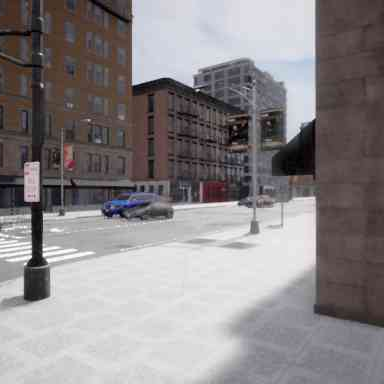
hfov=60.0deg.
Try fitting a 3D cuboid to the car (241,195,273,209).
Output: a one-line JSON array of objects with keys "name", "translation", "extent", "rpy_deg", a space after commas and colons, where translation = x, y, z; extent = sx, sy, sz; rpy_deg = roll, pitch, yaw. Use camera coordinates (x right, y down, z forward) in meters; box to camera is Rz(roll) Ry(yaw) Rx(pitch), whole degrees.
[{"name": "car", "translation": [8.687, 1.179, 42.872], "extent": [2.097, 1.767, 4.553], "rpy_deg": [0, 0, 35]}]

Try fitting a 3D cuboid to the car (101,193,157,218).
[{"name": "car", "translation": [-5.200, 1.138, 28.850], "extent": [2.150, 2.045, 5.566], "rpy_deg": [0, 0, 35]}]

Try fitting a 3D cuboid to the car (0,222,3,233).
[{"name": "car", "translation": [-10.665, 1.327, 14.129], "extent": [2.097, 1.767, 4.553], "rpy_deg": [0, 0, 24]}]

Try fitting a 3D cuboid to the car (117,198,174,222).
[{"name": "car", "translation": [-3.257, 1.442, 25.964], "extent": [1.812, 1.442, 4.674], "rpy_deg": [0, 0, 35]}]

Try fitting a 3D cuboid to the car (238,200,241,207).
[{"name": "car", "translation": [8.277, 1.343, 47.887], "extent": [1.812, 1.442, 4.674], "rpy_deg": [0, 0, 36]}]
